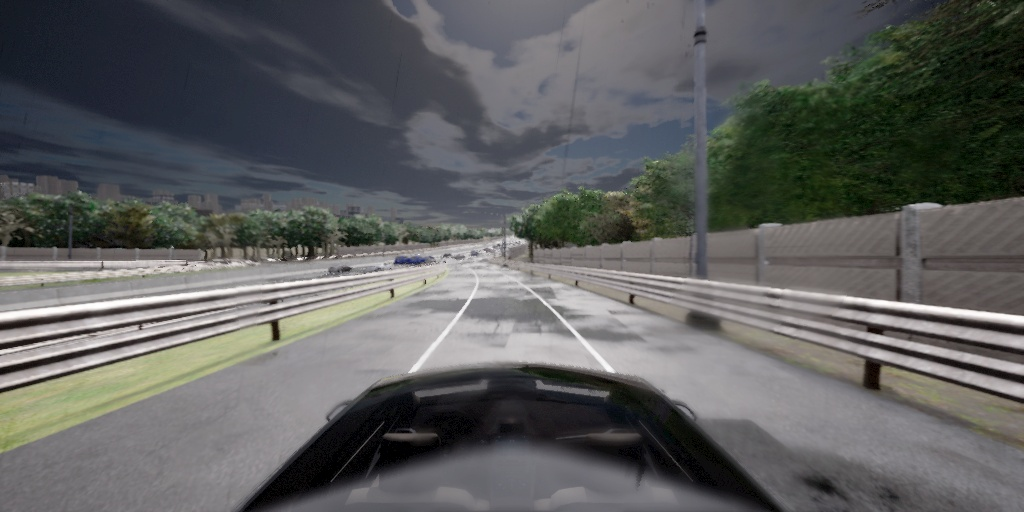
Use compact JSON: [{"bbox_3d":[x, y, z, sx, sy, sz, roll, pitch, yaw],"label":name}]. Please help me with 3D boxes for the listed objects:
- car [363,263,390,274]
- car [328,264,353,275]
[{"bbox_3d":[-21.140,2.229,55.138,1.994,1.385,4.181,0,2,7],"label":"car"},{"bbox_3d":[-27.820,2.093,58.299,2.128,1.511,4.902,0,2,7],"label":"car"}]
